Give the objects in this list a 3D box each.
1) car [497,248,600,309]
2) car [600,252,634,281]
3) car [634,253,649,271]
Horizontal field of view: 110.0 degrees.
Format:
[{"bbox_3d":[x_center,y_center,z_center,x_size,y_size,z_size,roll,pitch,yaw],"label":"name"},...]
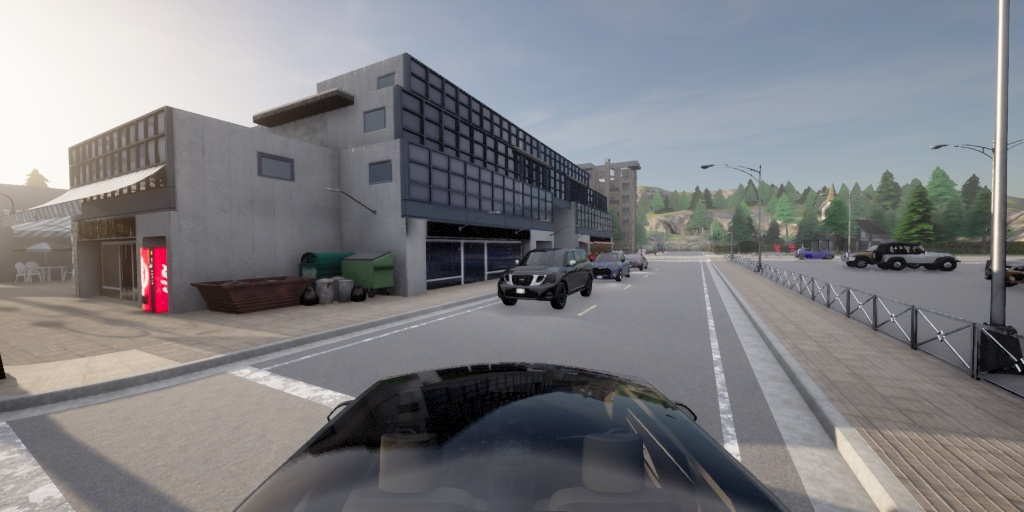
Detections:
[{"bbox_3d":[1.544,0.700,13.921,2.150,2.045,5.566,0,1,27],"label":"car"},{"bbox_3d":[6.088,0.573,22.645,2.097,1.767,4.553,0,1,28],"label":"car"},{"bbox_3d":[10.820,0.480,31.717,1.812,1.442,4.674,0,1,28],"label":"car"}]
